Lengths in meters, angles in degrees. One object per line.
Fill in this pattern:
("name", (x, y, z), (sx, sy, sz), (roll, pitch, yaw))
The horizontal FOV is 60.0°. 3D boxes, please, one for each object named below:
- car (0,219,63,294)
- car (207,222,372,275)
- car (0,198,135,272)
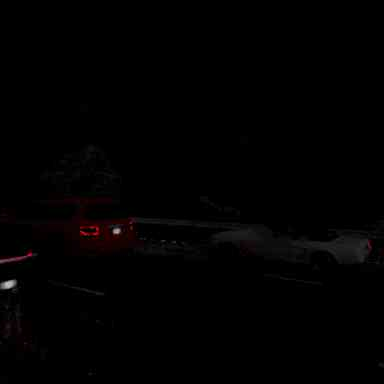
("car", (-5.408, 1.491, 7.445), (4.902, 1.511, 2.128), (0, 0, 33))
("car", (2.860, 1.586, 10.399), (4.718, 1.301, 1.895), (0, 0, 34))
("car", (-4.422, 1.216, 10.981), (5.566, 2.045, 2.150), (0, 0, 32))
